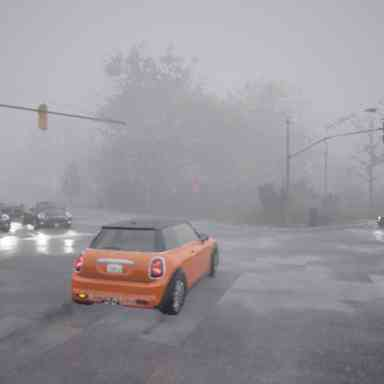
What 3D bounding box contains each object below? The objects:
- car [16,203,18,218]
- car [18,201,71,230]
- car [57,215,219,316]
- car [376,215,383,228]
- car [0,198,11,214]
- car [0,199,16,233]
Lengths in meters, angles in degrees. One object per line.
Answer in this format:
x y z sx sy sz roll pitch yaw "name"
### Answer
-15.059 1.645 28.576 1.895 1.301 4.718 1 0 -39 "car"
-9.432 1.402 21.567 2.097 1.767 4.553 1 0 -39 "car"
-0.762 1.394 7.960 2.097 1.767 4.553 0 0 17 "car"
14.851 1.868 23.176 4.718 1.301 1.895 1 0 -35 "car"
-21.615 1.516 36.758 1.882 1.535 5.008 1 0 -39 "car"
-11.901 1.366 19.052 2.097 1.767 4.553 1 0 -39 "car"
